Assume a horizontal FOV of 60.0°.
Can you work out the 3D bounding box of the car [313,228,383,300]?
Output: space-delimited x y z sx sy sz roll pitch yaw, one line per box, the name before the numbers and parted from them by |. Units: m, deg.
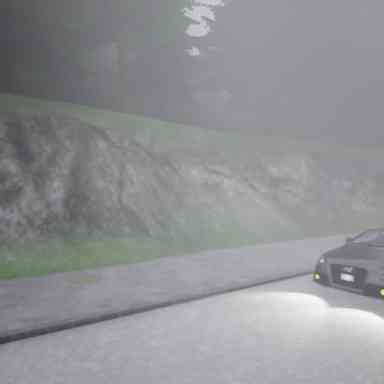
car | 4.842 1.598 8.025 4.181 1.385 1.994 0 0 -35
